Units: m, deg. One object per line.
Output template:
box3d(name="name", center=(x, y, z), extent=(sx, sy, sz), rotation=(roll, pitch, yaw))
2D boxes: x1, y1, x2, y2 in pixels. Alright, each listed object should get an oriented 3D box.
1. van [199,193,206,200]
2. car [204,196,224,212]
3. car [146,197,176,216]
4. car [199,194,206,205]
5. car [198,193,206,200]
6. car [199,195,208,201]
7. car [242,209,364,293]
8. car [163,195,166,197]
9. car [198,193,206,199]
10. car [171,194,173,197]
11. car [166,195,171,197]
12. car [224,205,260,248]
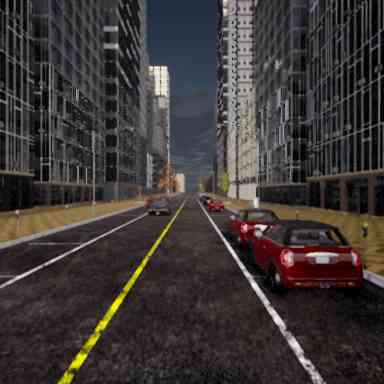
box3d(name="van", center=(2.661, 1.107, 82.791), extent=(1.690, 1.788, 3.998), rotation=(0, 0, 0))
box3d(name="car", center=(2.678, 1.462, 37.253), extent=(1.887, 1.381, 4.507), rotation=(0, 0, 0))
box3d(name="car", center=(-3.010, 1.478, 32.038), extent=(2.033, 1.411, 5.357), rotation=(0, 0, 0))
box3d(name="car", center=(2.671, 1.431, 54.330), extent=(1.947, 1.339, 4.313), rotation=(0, 0, 0))
box3d(name="car", center=(2.659, 1.184, 88.483), extent=(1.967, 1.590, 4.097), rotation=(0, 0, 0))
box3d(name="car", center=(2.663, 1.354, 77.098), extent=(1.947, 1.339, 4.313), rotation=(0, 0, 0))
box3d(name="car", center=(2.688, 1.423, 8.790), extent=(1.967, 1.590, 4.097), rotation=(0, 0, 0))
box3d(name="car", center=(-5.710, 1.447, 54.334), extent=(1.802, 1.307, 4.206), rotation=(0, 0, 0))
box3d(name="car", center=(2.667, 1.394, 65.714), extent=(1.947, 1.339, 4.313), rotation=(0, 0, 0))
box3d(name="car", center=(-5.716, 1.374, 71.411), extent=(1.947, 1.339, 4.313), rotation=(0, 0, 0))
box3d(name="car", center=(-5.714, 1.372, 65.719), extent=(1.887, 1.381, 4.507), rotation=(0, 0, 0))
box3d(name="car", center=(2.686, 1.411, 14.482), extent=(1.967, 1.590, 4.097), rotation=(0, 0, 0))
